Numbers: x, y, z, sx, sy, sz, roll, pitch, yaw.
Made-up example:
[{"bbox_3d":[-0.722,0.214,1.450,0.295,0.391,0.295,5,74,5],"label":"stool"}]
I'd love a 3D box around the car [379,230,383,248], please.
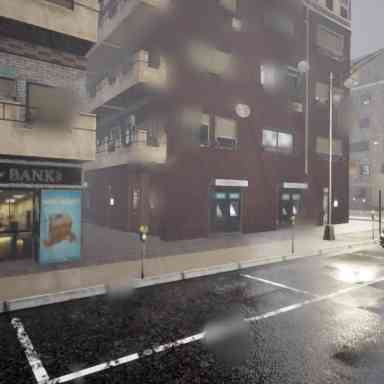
[{"bbox_3d":[9.106,1.554,13.147,4.403,1.369,2.008,0,1,-35],"label":"car"}]
